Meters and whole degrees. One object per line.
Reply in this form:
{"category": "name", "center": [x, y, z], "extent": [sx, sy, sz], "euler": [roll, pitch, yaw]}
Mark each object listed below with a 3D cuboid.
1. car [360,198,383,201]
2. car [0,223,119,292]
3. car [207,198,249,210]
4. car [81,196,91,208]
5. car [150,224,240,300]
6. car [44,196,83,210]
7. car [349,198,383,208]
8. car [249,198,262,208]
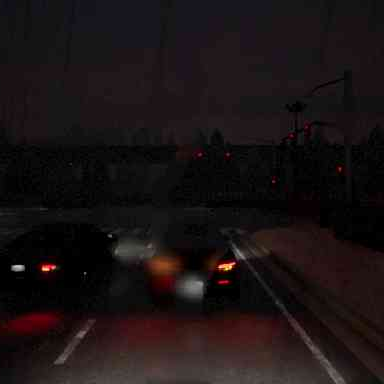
{"category": "car", "center": [23.563, 1.491, 43.354], "extent": [4.902, 1.511, 2.128], "euler": [0, 0, 0]}
{"category": "car", "center": [-3.429, 1.547, 9.069], "extent": [2.033, 1.411, 5.357], "euler": [0, 0, 0]}
{"category": "car", "center": [4.490, 1.477, 43.435], "extent": [5.008, 1.535, 1.882], "euler": [0, 0, 0]}
{"category": "car", "center": [-16.797, 1.351, 47.037], "extent": [4.553, 1.767, 2.097], "euler": [0, 0, 0]}
{"category": "car", "center": [0.064, 1.526, 8.251], "extent": [1.812, 1.442, 4.674], "euler": [0, 0, 0]}
{"category": "car", "center": [-17.063, 1.564, 43.537], "extent": [4.181, 1.385, 1.994], "euler": [0, 0, 0]}
{"category": "car", "center": [24.841, 1.526, 46.850], "extent": [4.674, 1.442, 1.812], "euler": [0, 0, 0]}
{"category": "car", "center": [7.704, 1.564, 46.920], "extent": [4.181, 1.385, 1.994], "euler": [0, 0, 0]}
